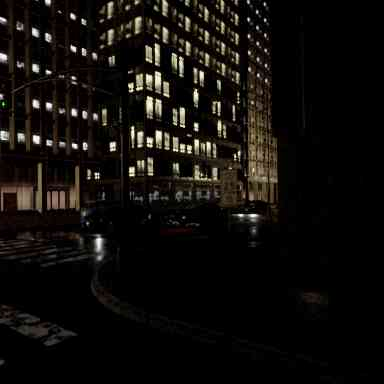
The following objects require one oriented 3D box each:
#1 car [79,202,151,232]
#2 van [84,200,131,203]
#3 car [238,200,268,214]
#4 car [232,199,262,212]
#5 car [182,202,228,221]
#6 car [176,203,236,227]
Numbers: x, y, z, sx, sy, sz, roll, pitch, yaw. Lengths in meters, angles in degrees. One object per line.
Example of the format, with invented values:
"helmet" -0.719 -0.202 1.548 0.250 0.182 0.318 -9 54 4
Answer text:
"car" -4.623 1.571 20.947 1.837 1.490 4.892 -1 -1 33
"van" -5.966 1.460 23.481 1.690 1.788 3.998 -2 -1 36
"car" 7.132 1.631 37.240 1.812 1.442 4.674 -1 -1 36
"car" 6.891 1.689 41.374 1.752 1.417 4.829 -2 -1 36
"car" 1.236 1.649 29.051 1.994 1.385 4.181 -1 -1 36
"car" 0.928 1.490 23.147 1.882 1.535 5.008 -1 -1 36
